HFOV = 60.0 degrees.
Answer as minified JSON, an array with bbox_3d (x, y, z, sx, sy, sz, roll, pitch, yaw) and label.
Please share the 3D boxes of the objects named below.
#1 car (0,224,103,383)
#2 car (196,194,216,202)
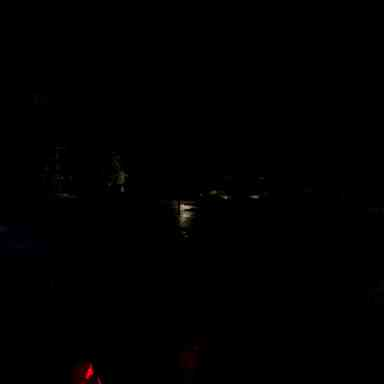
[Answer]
[{"bbox_3d":[-3.043,1.213,0.900,5.566,2.045,2.150,0,0,-35],"label":"car"},{"bbox_3d":[2.687,1.108,65.334,2.128,1.511,4.902,0,1,-35],"label":"car"}]
